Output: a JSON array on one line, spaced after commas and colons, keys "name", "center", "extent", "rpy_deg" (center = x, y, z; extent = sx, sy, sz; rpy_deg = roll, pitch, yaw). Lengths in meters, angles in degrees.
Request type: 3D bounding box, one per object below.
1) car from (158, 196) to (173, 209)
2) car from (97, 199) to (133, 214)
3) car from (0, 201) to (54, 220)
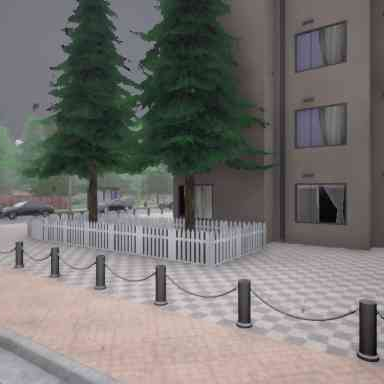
[{"name": "car", "center": [-2.491, 1.337, 44.299], "extent": [2.097, 1.767, 4.553], "rpy_deg": [0, 0, 37]}, {"name": "car", "center": [-8.663, 1.476, 36.134], "extent": [2.128, 1.511, 4.902], "rpy_deg": [0, 0, 37]}, {"name": "car", "center": [-14.255, 1.510, 28.674], "extent": [1.812, 1.442, 4.674], "rpy_deg": [0, 0, 37]}]
